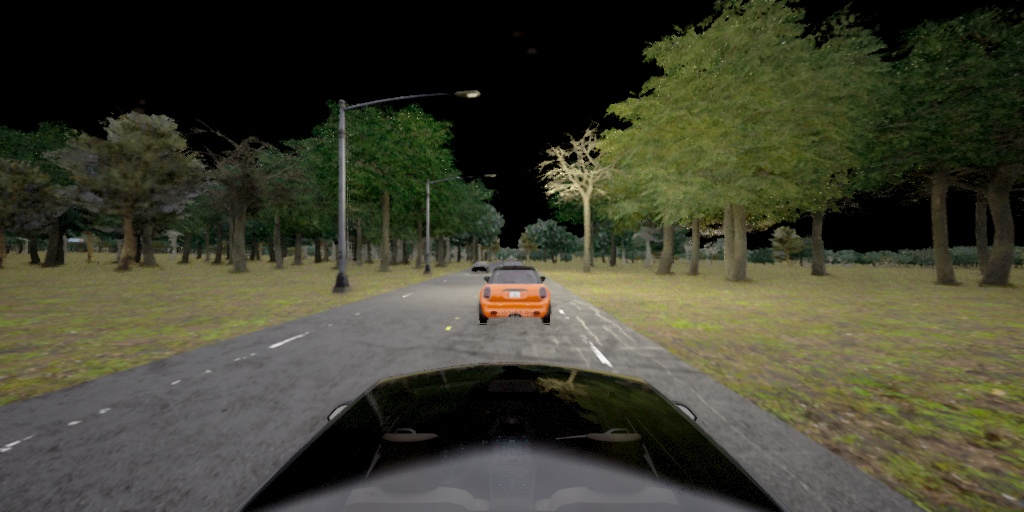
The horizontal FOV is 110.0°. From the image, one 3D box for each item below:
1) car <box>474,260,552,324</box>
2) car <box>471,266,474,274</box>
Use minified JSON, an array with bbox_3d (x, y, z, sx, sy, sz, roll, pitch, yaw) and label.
[{"bbox_3d":[0.091,1.082,12.060,2.097,1.767,4.553,0,0,0],"label":"car"},{"bbox_3d":[-3.565,1.339,41.258,1.895,1.301,4.718,0,0,0],"label":"car"}]
